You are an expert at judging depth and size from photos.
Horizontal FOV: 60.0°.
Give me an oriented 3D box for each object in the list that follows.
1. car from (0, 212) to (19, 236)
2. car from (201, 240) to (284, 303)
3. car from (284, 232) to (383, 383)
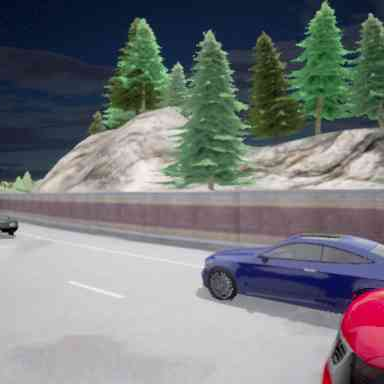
[{"bbox_3d":[-11.434,1.760,18.552,4.718,1.301,1.895,-1,0,44],"label":"car"},{"bbox_3d":[2.381,1.558,6.721,4.674,1.442,1.812,0,0,37],"label":"car"},{"bbox_3d":[3.542,1.214,1.518,5.566,2.045,2.150,-1,-1,35],"label":"car"}]
